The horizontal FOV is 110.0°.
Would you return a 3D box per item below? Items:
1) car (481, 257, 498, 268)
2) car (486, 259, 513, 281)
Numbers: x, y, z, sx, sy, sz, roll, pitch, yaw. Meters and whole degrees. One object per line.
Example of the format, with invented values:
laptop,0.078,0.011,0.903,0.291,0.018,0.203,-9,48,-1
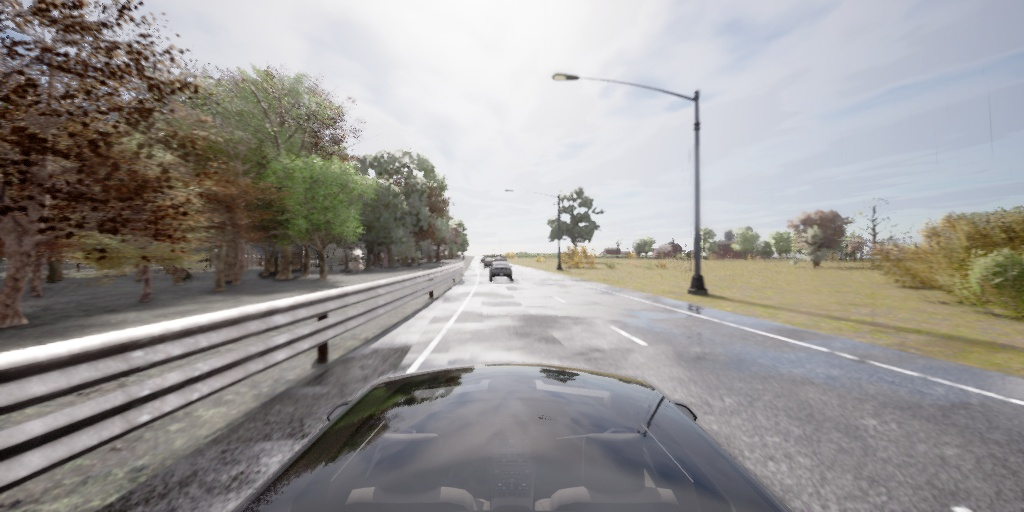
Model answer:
car,-3.854,1.192,60.216,1.837,1.490,4.892,0,0,-6
car,-0.981,1.227,29.981,1.837,1.490,4.892,0,0,-4
